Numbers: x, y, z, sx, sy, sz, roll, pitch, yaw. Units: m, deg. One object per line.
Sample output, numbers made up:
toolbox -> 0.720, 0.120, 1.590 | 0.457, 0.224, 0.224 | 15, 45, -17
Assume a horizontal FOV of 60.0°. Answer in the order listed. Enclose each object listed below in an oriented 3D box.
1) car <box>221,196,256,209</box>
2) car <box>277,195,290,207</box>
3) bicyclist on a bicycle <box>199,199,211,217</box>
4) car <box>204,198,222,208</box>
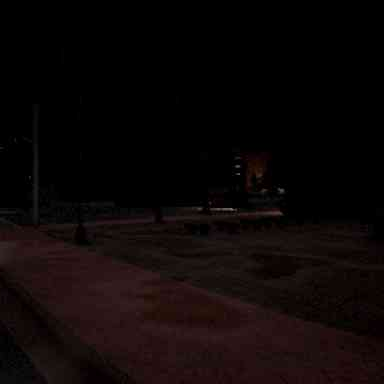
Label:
car -> 6.909, 1.732, 49.117 | 4.181, 1.385, 1.994 | 0, 0, -38
car -> 15.123, 1.632, 50.939 | 4.892, 1.490, 1.837 | 0, 0, -37
bicyclist on a bicycle -> 1.187, 1.422, 30.076 | 0.582, 1.620, 1.656 | 0, -1, -38
car -> 4.020, 1.672, 51.304 | 5.008, 1.535, 1.882 | 0, 0, -38
